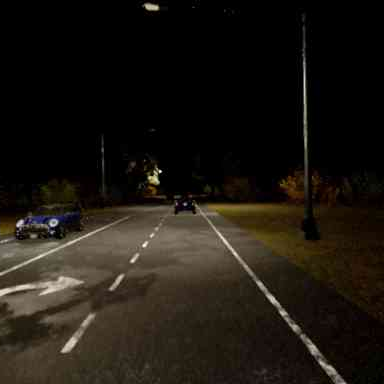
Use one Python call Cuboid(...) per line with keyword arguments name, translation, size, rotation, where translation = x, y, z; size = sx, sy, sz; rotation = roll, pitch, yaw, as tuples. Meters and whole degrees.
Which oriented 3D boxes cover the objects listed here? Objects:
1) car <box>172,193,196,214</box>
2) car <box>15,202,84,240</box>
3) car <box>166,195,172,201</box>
Cuboid(name="car", translation=(-0.737, 1.291, 35.232), size=(2.097, 1.767, 4.553), rotation=(-1, 0, -1))
Cuboid(name="car", translation=(-7.347, 1.445, 17.547), size=(2.097, 1.767, 4.553), rotation=(-1, 0, -1))
Cuboid(name="car", translation=(-5.229, 1.394, 80.524), size=(2.033, 1.411, 5.357), rotation=(-1, 0, -1))
